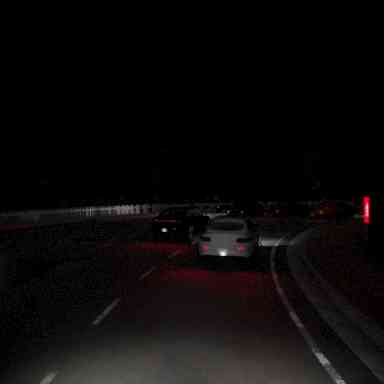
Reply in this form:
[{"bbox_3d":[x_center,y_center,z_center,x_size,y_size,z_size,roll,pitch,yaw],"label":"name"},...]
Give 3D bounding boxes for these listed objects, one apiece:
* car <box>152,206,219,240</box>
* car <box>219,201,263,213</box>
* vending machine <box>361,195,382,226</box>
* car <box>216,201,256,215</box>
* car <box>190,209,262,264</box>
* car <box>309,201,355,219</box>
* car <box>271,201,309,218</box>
[{"bbox_3d":[-0.412,1.561,17.627,2.128,1.511,4.902,0,0,21],"label":"car"},{"bbox_3d":[5.104,1.634,32.711,4.892,1.490,1.837,0,-1,-45],"label":"car"},{"bbox_3d":[12.872,1.290,23.872,1.100,2.100,0.880,0,0,42],"label":"vending machine"},{"bbox_3d":[5.012,1.749,37.519,4.718,1.301,1.895,0,0,-41],"label":"car"},{"bbox_3d":[1.446,1.573,12.055,1.812,1.442,4.674,0,0,13],"label":"car"},{"bbox_3d":[13.067,1.597,30.378,5.008,1.535,1.882,0,-1,-41],"label":"car"},{"bbox_3d":[9.582,1.604,31.956,5.008,1.535,1.882,0,-1,-43],"label":"car"}]
